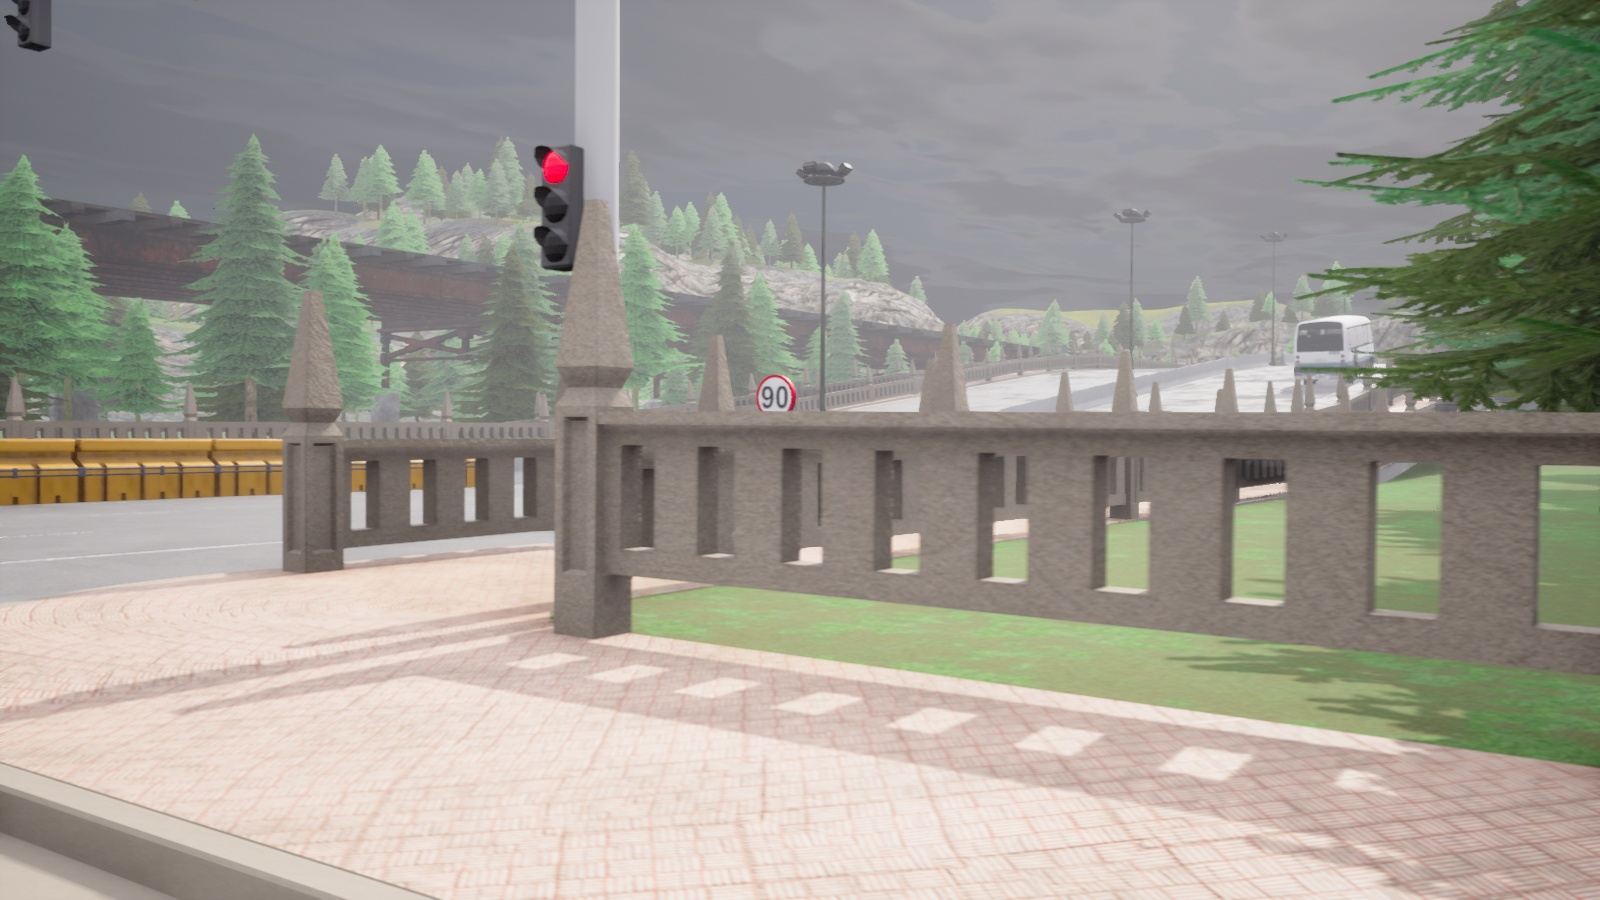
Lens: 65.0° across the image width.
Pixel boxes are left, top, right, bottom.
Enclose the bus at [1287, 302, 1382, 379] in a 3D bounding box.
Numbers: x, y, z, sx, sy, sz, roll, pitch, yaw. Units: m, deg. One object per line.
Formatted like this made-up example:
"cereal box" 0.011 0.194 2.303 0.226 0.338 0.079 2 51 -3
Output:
"bus" 35.724 -7.392 83.647 3.944 4.253 10.273 0 8 34
